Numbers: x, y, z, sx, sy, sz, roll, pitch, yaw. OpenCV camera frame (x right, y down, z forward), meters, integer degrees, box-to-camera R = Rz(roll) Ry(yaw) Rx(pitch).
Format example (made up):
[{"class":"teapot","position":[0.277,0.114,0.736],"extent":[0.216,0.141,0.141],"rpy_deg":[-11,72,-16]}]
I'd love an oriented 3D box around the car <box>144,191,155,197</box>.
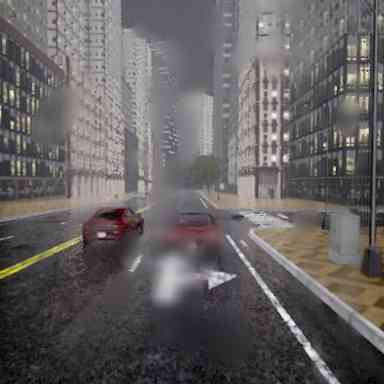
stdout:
[{"class":"car","position":[-9.736,0.444,75.817],"extent":[1.895,1.301,4.718],"rpy_deg":[0,1,0]}]

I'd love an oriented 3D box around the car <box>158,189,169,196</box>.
[{"class":"car","position":[-6.486,-0.001,76.026],"extent":[2.128,1.511,4.902],"rpy_deg":[0,1,0]}]

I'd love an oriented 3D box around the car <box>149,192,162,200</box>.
[{"class":"car","position":[-6.535,0.658,60.253],"extent":[1.994,1.385,4.181],"rpy_deg":[0,1,1]}]

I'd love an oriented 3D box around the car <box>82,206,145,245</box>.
[{"class":"car","position":[-3.190,1.318,14.086],"extent":[1.812,1.442,4.674],"rpy_deg":[0,1,0]}]

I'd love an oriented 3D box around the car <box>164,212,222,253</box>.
[{"class":"car","position":[0.048,1.407,12.739],"extent":[1.895,1.301,4.718],"rpy_deg":[0,1,1]}]

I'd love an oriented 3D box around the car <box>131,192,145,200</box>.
[{"class":"car","position":[-9.776,0.696,60.185],"extent":[1.895,1.301,4.718],"rpy_deg":[0,1,1]}]
